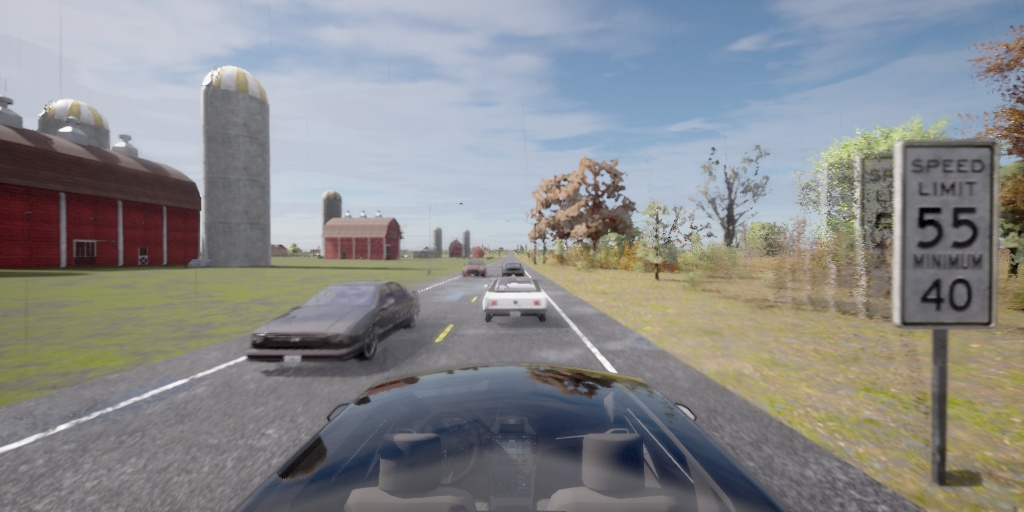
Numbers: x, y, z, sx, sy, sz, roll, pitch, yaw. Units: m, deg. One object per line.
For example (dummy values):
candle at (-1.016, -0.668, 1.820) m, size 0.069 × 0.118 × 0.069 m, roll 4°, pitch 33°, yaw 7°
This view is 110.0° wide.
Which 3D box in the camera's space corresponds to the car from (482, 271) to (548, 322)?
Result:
car at (0.101, 1.363, 12.382) m, size 1.895 × 1.301 × 4.718 m, roll 0°, pitch 0°, yaw 0°

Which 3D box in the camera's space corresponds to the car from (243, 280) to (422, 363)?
car at (-3.597, 1.305, 8.546) m, size 2.033 × 1.411 × 5.357 m, roll 0°, pitch 0°, yaw 0°

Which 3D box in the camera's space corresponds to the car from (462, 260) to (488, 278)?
car at (-3.523, 1.136, 34.597) m, size 2.097 × 1.767 × 4.553 m, roll 0°, pitch 0°, yaw 0°

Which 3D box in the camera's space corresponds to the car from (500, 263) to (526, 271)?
car at (0.101, 1.286, 30.240) m, size 1.837 × 1.490 × 4.892 m, roll 0°, pitch 0°, yaw 0°
